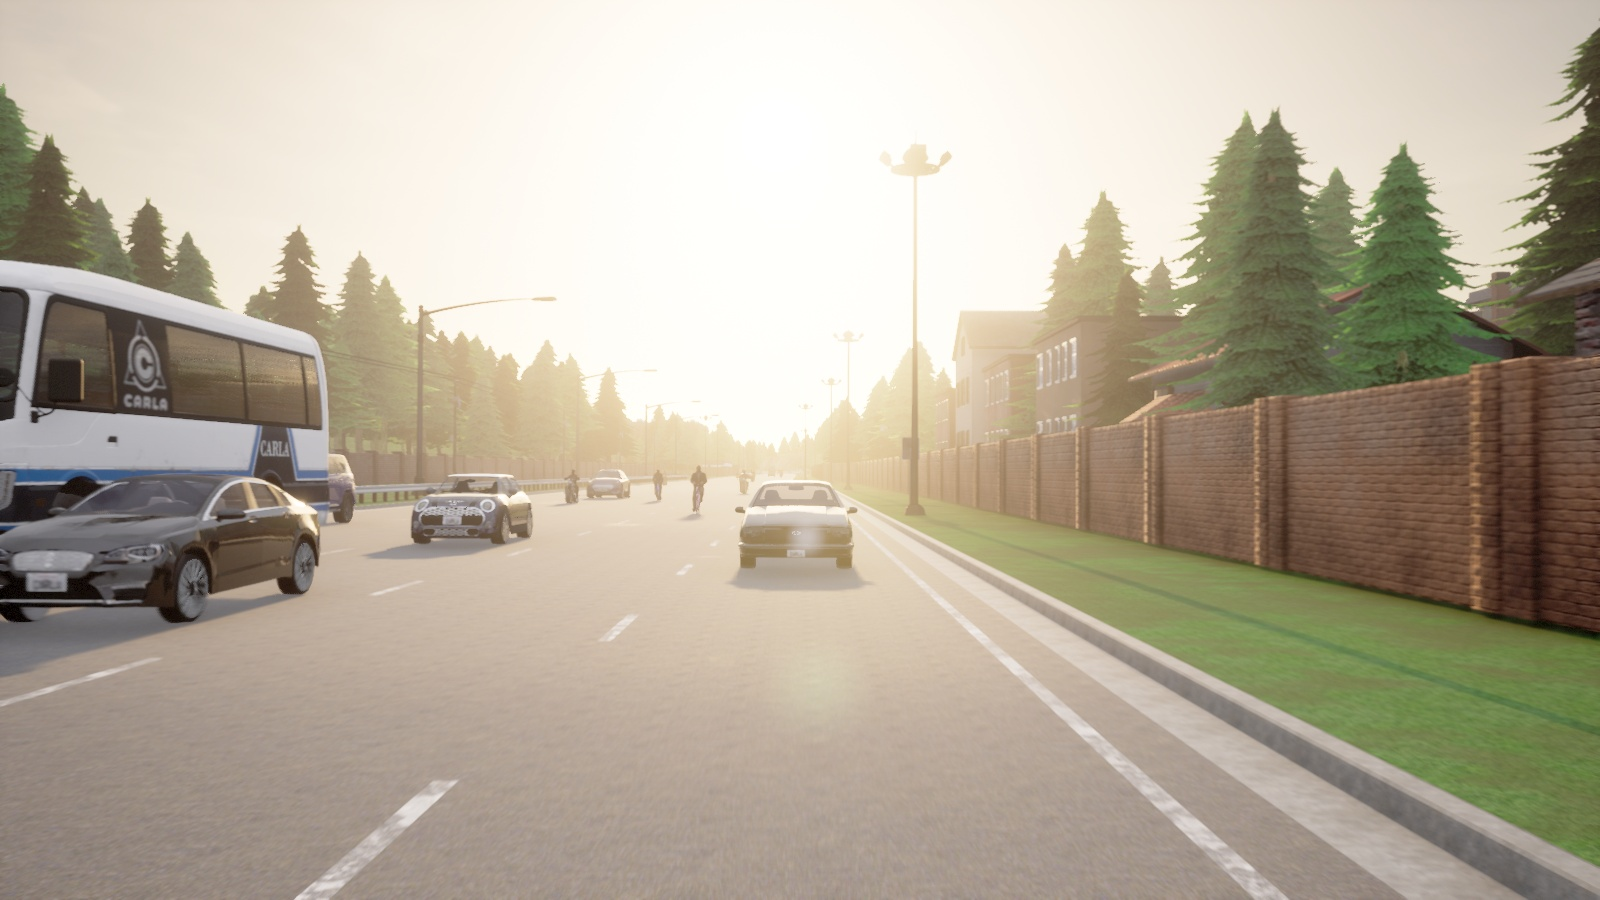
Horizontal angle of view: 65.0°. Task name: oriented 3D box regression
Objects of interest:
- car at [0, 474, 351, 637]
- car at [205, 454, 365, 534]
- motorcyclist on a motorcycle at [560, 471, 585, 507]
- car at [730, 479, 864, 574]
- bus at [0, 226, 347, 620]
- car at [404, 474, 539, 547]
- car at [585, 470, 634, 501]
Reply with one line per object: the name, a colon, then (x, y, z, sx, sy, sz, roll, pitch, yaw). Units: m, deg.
car: (-7.035, 1.038, 14.272, 2.128, 1.511, 4.902, 0, -1, 0)
car: (-14.086, 1.172, 34.804, 2.150, 2.045, 5.566, 0, -1, 0)
motorcyclist on a motorcycle: (-10.643, 1.792, 58.880, 0.766, 1.649, 2.350, 0, -1, 0)
car: (-0.053, 1.226, 21.773, 2.033, 1.411, 5.357, 0, -1, 0)
bus: (-10.551, -0.207, 18.687, 3.944, 4.253, 10.273, 0, -1, 0)
car: (-7.067, 1.267, 27.428, 1.970, 1.475, 3.806, 0, -1, 0)
car: (-10.672, 1.967, 70.537, 2.033, 1.649, 4.856, 0, -1, 0)
